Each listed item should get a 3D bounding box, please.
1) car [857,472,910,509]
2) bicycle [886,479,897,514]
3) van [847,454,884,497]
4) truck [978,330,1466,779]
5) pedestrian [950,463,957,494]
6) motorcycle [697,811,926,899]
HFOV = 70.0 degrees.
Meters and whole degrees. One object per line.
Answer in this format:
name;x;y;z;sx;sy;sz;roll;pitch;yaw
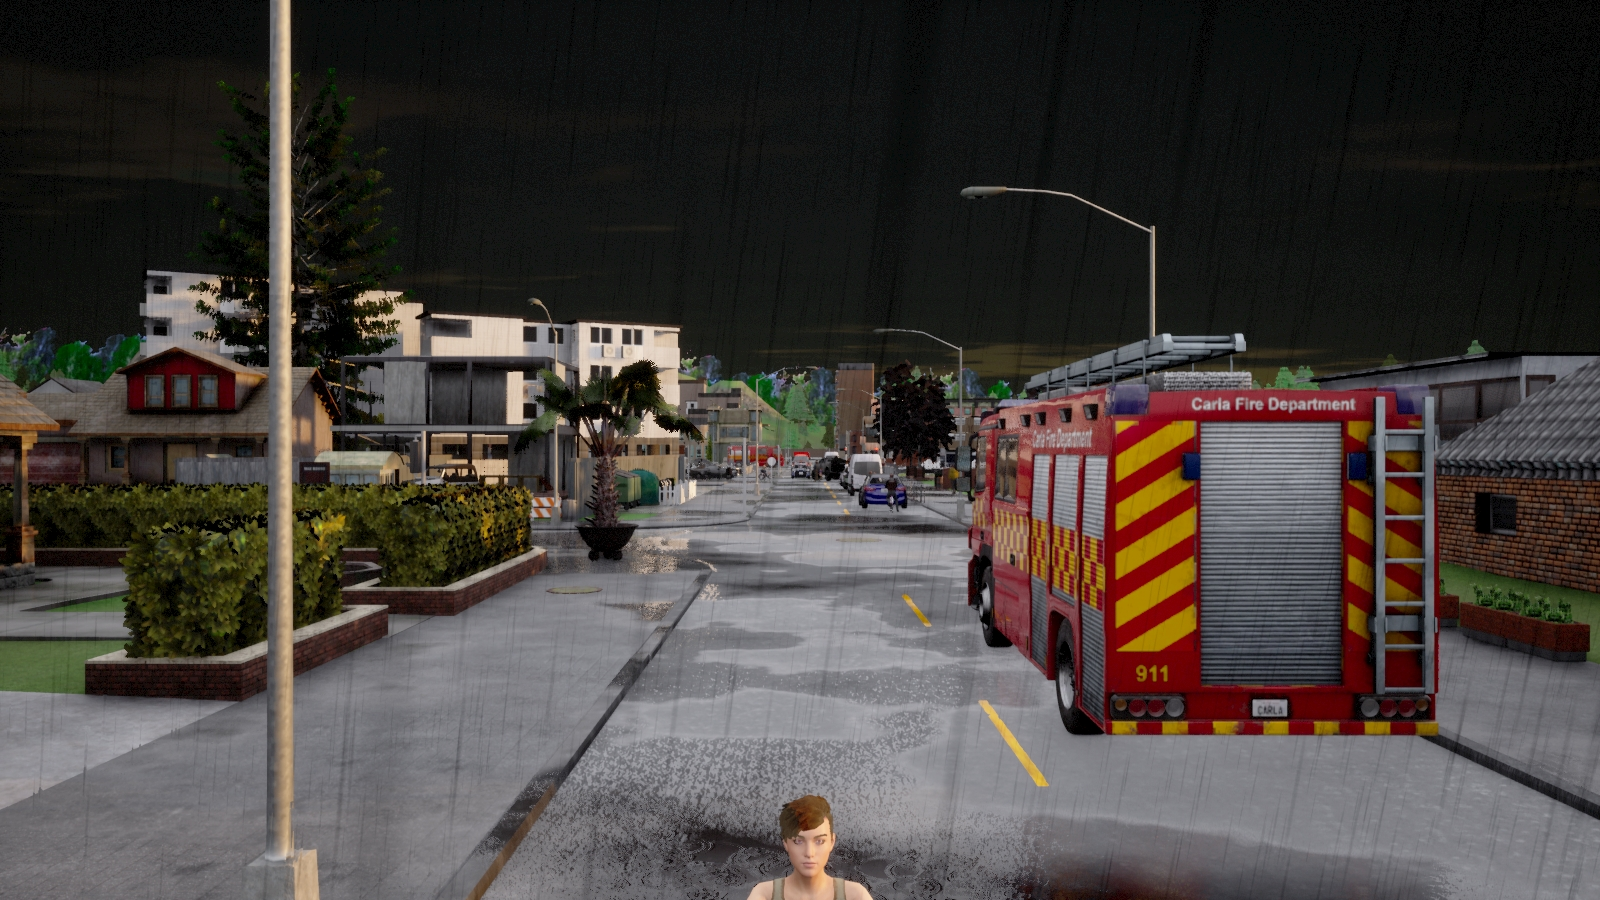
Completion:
car;4.046;1.967;56.171;2.242;1.667;4.611;0;0;0
bicycle;4.077;2.060;50.936;0.329;1.471;1.835;0;0;0
van;4.045;1.534;71.355;1.988;2.561;5.915;0;0;0
truck;4.261;0.890;13.995;2.891;3.827;8.468;0;0;0
pedestrian;9.298;1.744;69.373;0.375;1.860;0.375;0;0;0
motorcycle;0.039;2.155;3.558;0.764;1.307;2.356;0;0;0
